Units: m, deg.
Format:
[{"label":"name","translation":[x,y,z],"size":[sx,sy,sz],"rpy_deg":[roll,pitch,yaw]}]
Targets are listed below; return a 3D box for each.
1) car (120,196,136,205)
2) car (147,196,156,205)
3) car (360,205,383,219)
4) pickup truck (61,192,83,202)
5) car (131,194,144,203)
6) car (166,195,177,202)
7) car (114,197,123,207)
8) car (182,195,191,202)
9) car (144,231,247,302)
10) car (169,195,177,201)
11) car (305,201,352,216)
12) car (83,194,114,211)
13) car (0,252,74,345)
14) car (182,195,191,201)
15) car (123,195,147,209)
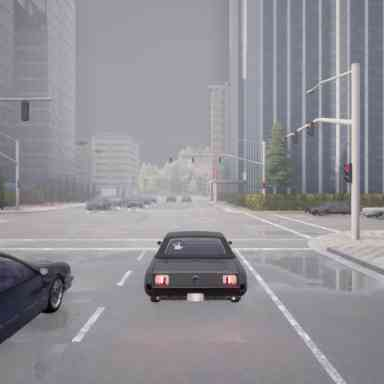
[{"label":"car","translation":[-11.584,1.547,60.721],"size":[2.033,1.411,5.357],"rpy_deg":[0,0,-1]},{"label":"car","translation":[-8.029,1.547,57.324],"size":[2.033,1.411,5.357],"rpy_deg":[0,0,-1]},{"label":"car","translation":[16.939,1.601,28.089],"size":[4.718,1.301,1.895],"rpy_deg":[0,0,0]},{"label":"pickup truck","translation":[-24.768,1.059,69.244],"size":[2.390,2.098,6.274],"rpy_deg":[0,0,30]},{"label":"car","translation":[-11.672,1.354,70.978],"size":[2.097,1.767,4.553],"rpy_deg":[0,0,-1]},{"label":"car","translation":[-4.718,1.500,74.571],"size":[1.837,1.490,4.892],"rpy_deg":[0,0,-1]},{"label":"car","translation":[-11.442,1.525,50.464],"size":[1.812,1.442,4.674],"rpy_deg":[0,0,-1]},{"label":"car","translation":[-1.228,1.553,75.033],"size":[1.994,1.385,4.181],"rpy_deg":[0,0,-1]},{"label":"car","translation":[0.067,1.601,8.188],"size":[1.895,1.301,4.718],"rpy_deg":[0,0,0]},{"label":"car","translation":[-4.885,1.524,84.739],"size":[1.812,1.442,4.674],"rpy_deg":[0,0,-1]},{"label":"car","translation":[13.584,1.547,31.596],"size":[5.357,1.411,2.033],"rpy_deg":[0,0,-3]},{"label":"car","translation":[-11.269,1.351,40.340],"size":[2.097,1.767,4.553],"rpy_deg":[0,0,-1]},{"label":"car","translation":[-3.436,1.547,4.591],"size":[2.033,1.411,5.357],"rpy_deg":[0,0,0]},{"label":"car","translation":[-1.385,1.540,84.808],"size":[2.033,1.411,5.357],"rpy_deg":[0,0,-1]},{"label":"car","translation":[-7.873,1.564,46.398],"size":[1.994,1.385,4.181],"rpy_deg":[0,0,-1]}]
